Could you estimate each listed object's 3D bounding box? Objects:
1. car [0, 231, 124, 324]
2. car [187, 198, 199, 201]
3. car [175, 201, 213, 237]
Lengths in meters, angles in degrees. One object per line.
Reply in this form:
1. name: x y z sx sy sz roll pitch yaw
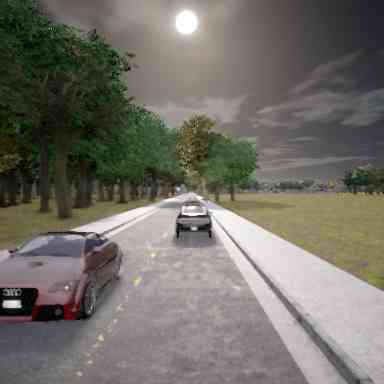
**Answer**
1. car: -2.786 1.565 7.177 1.994 1.385 4.181 0 0 0
2. car: 0.096 1.506 41.466 1.837 1.490 4.892 0 0 0
3. car: 0.100 1.492 17.996 2.128 1.511 4.902 0 0 0
